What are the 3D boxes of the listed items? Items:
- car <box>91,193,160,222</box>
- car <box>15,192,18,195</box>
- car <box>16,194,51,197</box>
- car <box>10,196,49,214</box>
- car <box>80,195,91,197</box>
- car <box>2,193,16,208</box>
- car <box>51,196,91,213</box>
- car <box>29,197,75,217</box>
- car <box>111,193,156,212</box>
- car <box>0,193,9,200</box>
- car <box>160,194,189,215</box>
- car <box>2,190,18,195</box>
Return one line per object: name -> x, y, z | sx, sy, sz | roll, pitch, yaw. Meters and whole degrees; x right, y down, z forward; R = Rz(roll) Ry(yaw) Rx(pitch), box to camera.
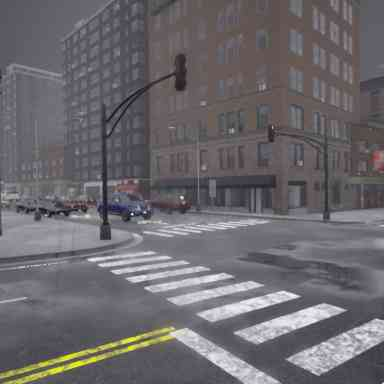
car -> -5.305, 1.089, 25.882 | 2.150, 2.045, 5.566 | -1, 1, -44
car -> -29.236, 1.043, 58.880 | 1.802, 1.307, 4.206 | 0, 1, -44
car -> -19.354, 1.215, 40.403 | 1.837, 1.490, 4.892 | -1, 1, -44
car -> -16.188, 1.375, 33.167 | 1.947, 1.339, 4.313 | 0, 1, -44
car -> -13.904, 1.083, 43.058 | 1.967, 1.590, 4.097 | 0, 1, -44
car -> -23.733, 1.248, 40.952 | 1.752, 1.417, 4.829 | 0, 1, -44
car -> -12.076, 1.394, 32.873 | 1.895, 1.301, 4.718 | -1, 1, -44
car -> -12.355, 1.417, 29.212 | 1.947, 1.339, 4.313 | 0, 1, -44
car -> -6.238, 1.045, 35.147 | 2.192, 1.841, 5.009 | 0, 1, -44
car -> -40.735, 0.885, 70.744 | 1.947, 1.339, 4.313 | 0, 1, -44
car -> -2.405, 1.087, 31.192 | 2.192, 1.841, 5.009 | 0, 1, -44
car -> -31.910, 0.711, 57.932 | 2.150, 2.045, 5.566 | -1, 1, -44
